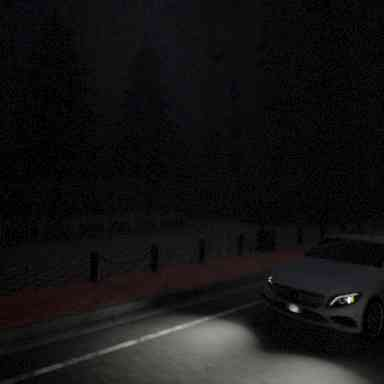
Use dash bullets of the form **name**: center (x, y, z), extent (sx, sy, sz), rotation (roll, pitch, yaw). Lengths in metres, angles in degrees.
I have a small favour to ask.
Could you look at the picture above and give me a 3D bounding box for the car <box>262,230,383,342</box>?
- **car**: center (3.424, 1.552, 6.684), extent (4.674, 1.442, 1.812), rotation (0, -1, -38)
